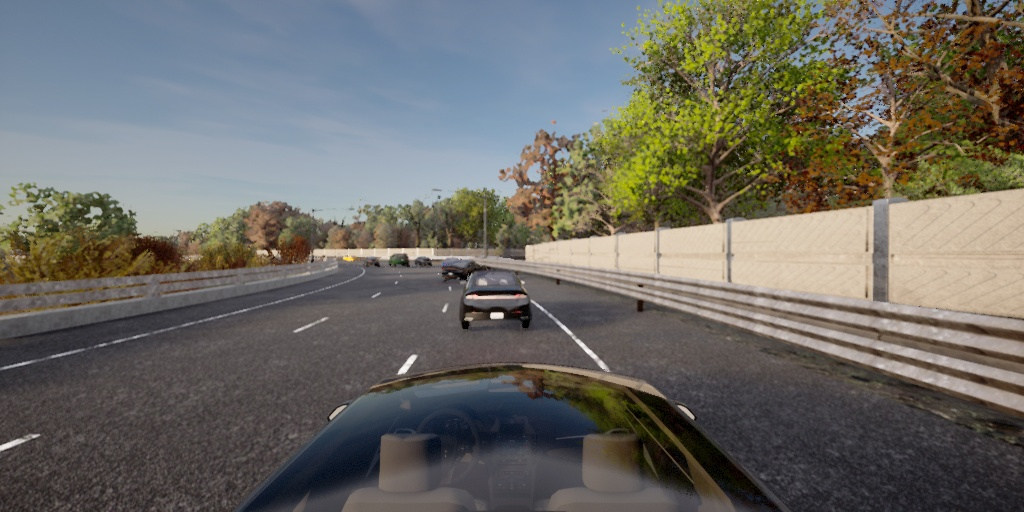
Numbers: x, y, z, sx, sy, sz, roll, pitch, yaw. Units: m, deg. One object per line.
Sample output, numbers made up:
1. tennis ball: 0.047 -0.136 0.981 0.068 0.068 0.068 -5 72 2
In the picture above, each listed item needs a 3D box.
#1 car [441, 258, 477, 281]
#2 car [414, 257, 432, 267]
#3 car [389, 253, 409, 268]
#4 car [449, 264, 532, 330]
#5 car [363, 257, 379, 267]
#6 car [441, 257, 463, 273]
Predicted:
1. car: -3.482 1.050 26.846 1.882 1.535 5.008 1 1 17
2. car: -13.514 0.882 54.187 1.837 1.490 4.892 0 0 -27
3. car: -16.662 0.608 52.745 2.150 2.045 5.566 0 0 -28
4. car: -0.567 1.177 10.873 2.128 1.511 4.902 0 0 -5
5. car: -20.907 0.888 53.117 1.837 1.490 4.892 0 0 -29
6. car: -6.836 0.952 40.593 1.882 1.535 5.008 0 1 -16
